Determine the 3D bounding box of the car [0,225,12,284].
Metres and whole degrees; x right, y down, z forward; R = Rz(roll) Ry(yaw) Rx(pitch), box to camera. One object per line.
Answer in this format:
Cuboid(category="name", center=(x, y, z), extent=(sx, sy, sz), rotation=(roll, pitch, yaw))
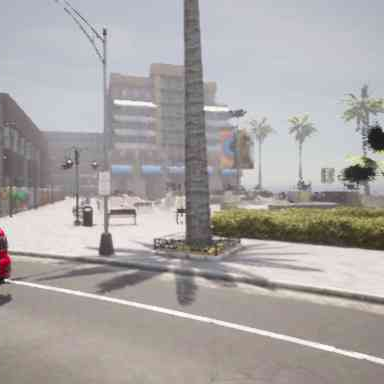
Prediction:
Cuboid(category="car", center=(-6.422, 1.209, 7.064), extent=(5.566, 2.045, 2.150), rotation=(0, 0, 24))
